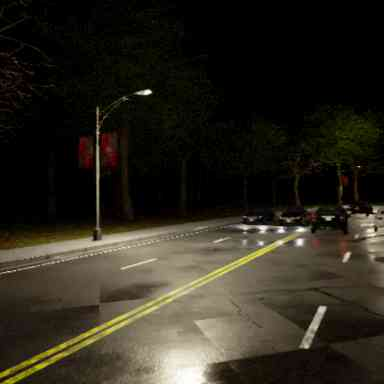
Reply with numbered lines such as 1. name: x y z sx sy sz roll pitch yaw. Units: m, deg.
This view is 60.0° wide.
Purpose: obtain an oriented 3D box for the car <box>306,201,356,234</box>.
1. car: 9.125 1.642 21.589 2.097 1.767 4.553 -2 -2 29

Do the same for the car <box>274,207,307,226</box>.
1. car: 8.558 1.964 27.408 1.812 1.442 4.674 -2 -2 31

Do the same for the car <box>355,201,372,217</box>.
1. car: 18.498 1.741 36.461 2.097 1.767 4.553 -2 -2 35

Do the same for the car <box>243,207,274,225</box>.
1. car: 6.111 2.077 29.652 1.812 1.442 4.674 -2 -2 31

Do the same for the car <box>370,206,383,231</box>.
1. car: 12.780 1.723 21.456 1.812 1.442 4.674 -2 -1 30
